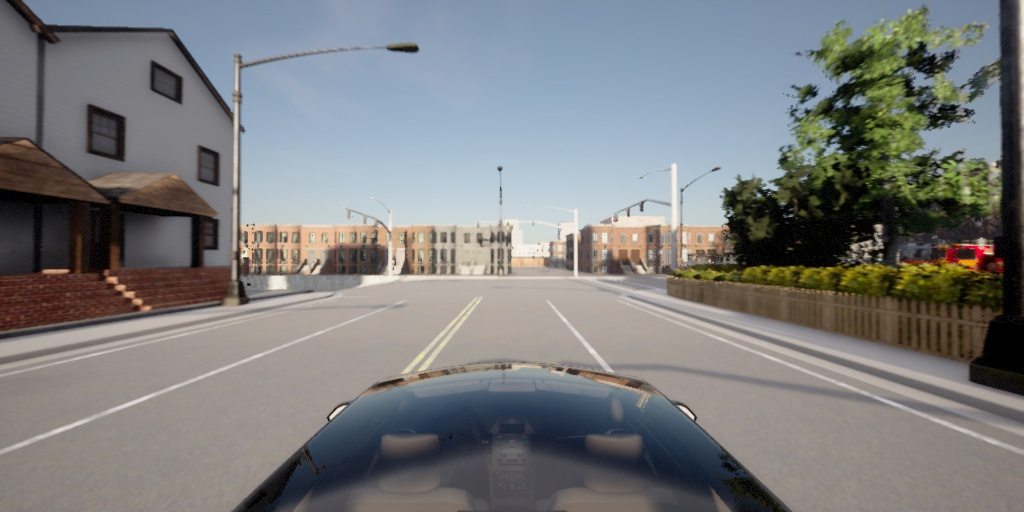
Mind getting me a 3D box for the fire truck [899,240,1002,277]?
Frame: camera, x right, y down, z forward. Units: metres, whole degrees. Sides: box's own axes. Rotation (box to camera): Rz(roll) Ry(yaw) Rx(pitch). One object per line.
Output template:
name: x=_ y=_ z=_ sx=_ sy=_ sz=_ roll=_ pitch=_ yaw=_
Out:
fire truck: x=41.156 y=0.491 z=33.101 sx=8.468 sy=3.827 sz=2.891 roll=0 pitch=-1 yaw=0
